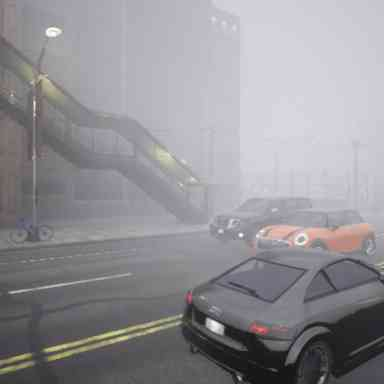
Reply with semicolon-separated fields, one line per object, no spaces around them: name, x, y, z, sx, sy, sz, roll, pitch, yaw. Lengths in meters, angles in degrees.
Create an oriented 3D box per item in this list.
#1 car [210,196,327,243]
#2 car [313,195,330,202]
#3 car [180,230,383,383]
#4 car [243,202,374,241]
car;3.412;1.239;15.056;5.566;2.045;2.150;0;0;-36
car;29.962;1.547;77.026;3.806;1.475;1.970;0;0;-36
car;1.897;1.570;5.121;4.181;1.385;1.994;0;0;-36
car;4.217;1.366;11.323;4.553;1.767;2.097;0;0;-36
